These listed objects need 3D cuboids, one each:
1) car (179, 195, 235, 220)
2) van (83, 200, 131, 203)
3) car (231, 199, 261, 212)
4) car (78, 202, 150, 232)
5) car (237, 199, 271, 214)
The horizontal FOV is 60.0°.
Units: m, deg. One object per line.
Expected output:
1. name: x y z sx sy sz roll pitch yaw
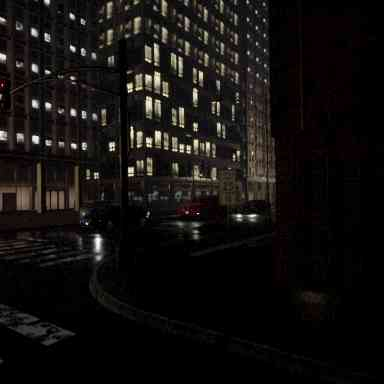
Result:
1. car: 1.205 1.307 29.149 2.150 2.045 5.566 -1 -1 36
2. van: -6.029 1.460 23.491 1.690 1.788 3.998 -2 -1 36
3. car: 6.799 1.689 41.405 1.752 1.417 4.829 -2 -1 36
4. car: -4.682 1.571 20.959 1.837 1.490 4.892 -1 -1 33
5. car: 7.209 1.584 37.512 1.882 1.535 5.008 -1 -1 36
